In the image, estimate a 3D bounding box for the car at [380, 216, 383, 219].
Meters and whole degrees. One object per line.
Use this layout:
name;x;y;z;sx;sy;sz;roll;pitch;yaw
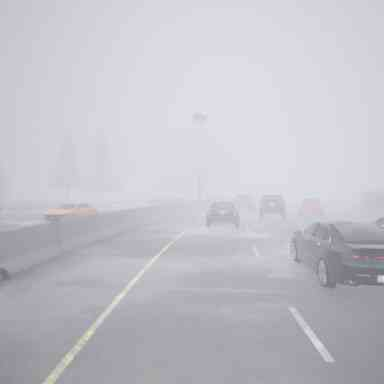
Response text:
car;7.862;1.539;12.417;1.812;1.442;4.674;0;0;5

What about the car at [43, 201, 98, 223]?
car;-8.476;1.433;23.608;1.882;1.535;5.008;0;0;10

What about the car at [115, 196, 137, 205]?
car;-10.885;1.447;55.256;1.812;1.442;4.674;0;0;20

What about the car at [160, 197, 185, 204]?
car;-2.935;1.492;56.541;2.033;1.411;5.357;0;0;22

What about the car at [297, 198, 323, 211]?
car;11.499;1.359;32.603;2.097;1.767;4.553;0;0;14

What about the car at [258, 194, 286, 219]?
car;7.168;1.218;29.772;2.150;2.045;5.566;0;0;13

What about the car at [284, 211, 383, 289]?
car;4.065;1.509;9.137;1.837;1.490;4.892;0;0;4

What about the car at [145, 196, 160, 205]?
car;-6.150;1.481;57.937;2.033;1.411;5.357;0;0;22

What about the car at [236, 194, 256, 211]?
car;6.530;1.207;40.805;2.150;2.045;5.566;0;0;17

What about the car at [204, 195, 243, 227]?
car;2.222;1.340;22.696;2.097;1.767;4.553;0;0;9

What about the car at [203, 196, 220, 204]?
car;3.741;1.519;63.144;1.994;1.385;4.181;0;0;25
